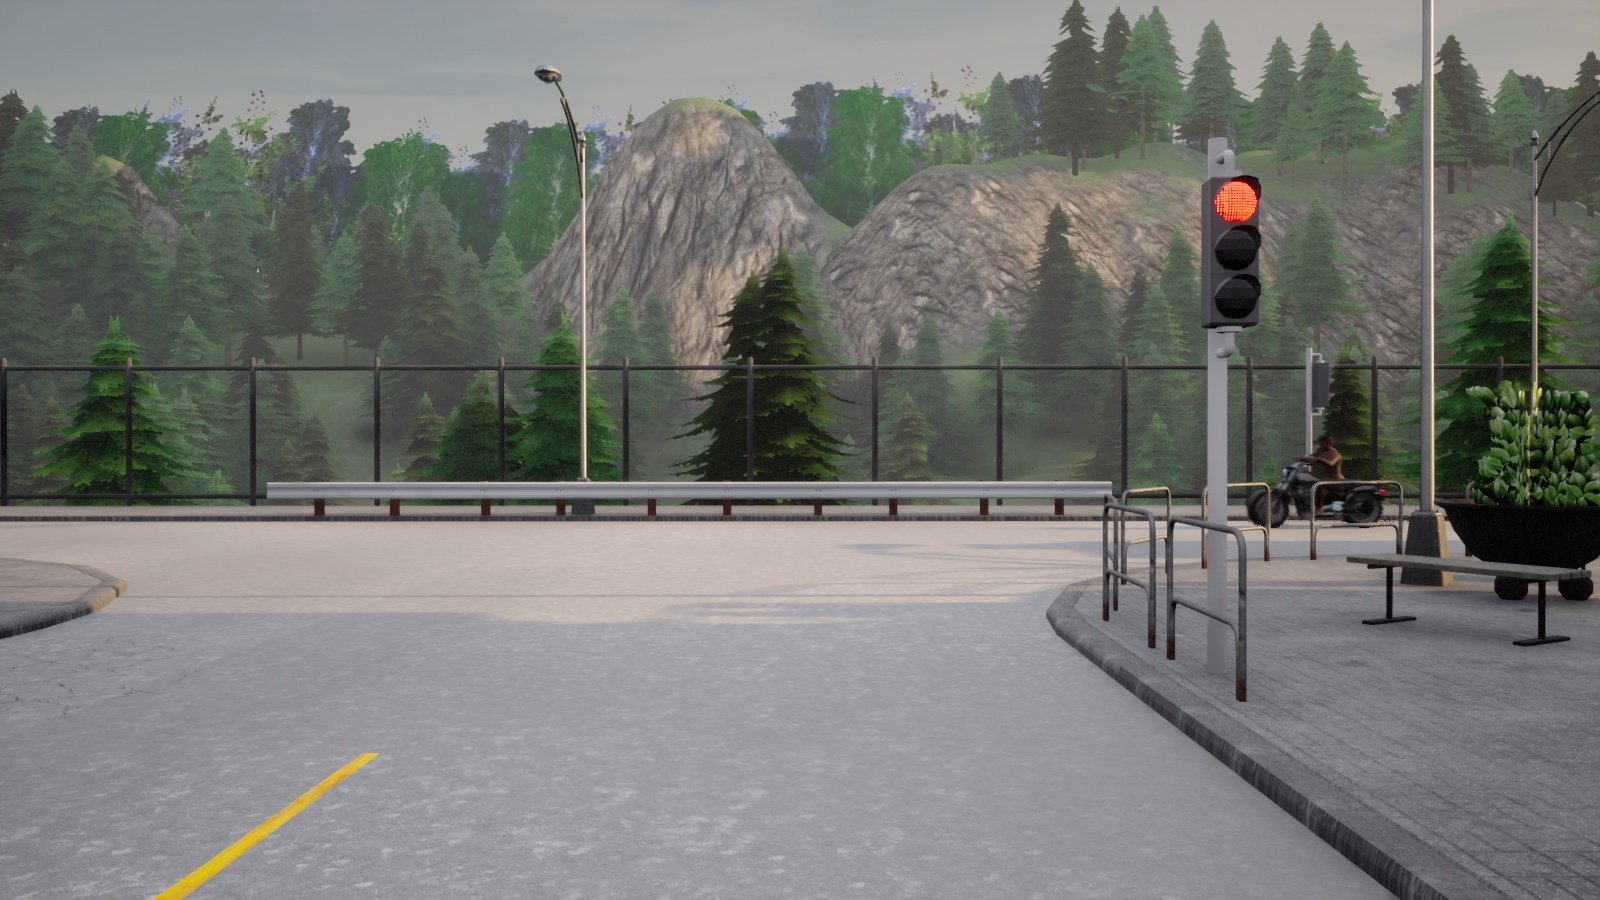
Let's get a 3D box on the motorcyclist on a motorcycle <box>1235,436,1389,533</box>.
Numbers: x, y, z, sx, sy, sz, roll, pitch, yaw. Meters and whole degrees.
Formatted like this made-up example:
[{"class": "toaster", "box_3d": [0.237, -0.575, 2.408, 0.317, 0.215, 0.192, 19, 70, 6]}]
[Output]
[{"class": "motorcyclist on a motorcycle", "box_3d": [8.875, 0.581, 21.830, 2.350, 1.649, 0.766, 0, 0, 0]}]
